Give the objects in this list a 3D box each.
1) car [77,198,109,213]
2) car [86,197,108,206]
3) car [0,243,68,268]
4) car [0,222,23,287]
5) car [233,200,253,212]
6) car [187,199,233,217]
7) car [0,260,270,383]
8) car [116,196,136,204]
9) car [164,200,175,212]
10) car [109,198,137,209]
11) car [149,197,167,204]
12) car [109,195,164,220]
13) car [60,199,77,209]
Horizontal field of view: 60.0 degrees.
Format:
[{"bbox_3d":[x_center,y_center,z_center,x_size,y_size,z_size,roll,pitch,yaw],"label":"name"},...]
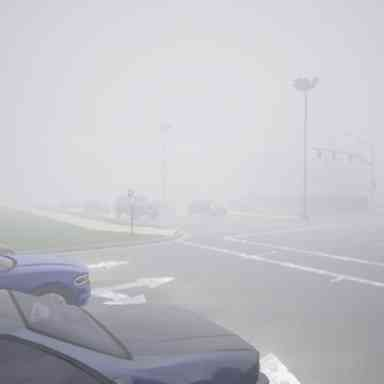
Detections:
[{"bbox_3d":[-11.016,1.578,38.154,2.128,1.511,4.902,0,0,-36],"label":"car"},{"bbox_3d":[-16.572,1.680,57.827,2.033,1.411,5.357,0,0,-35],"label":"car"},{"bbox_3d":[-4.123,1.474,5.124,5.008,1.535,1.882,0,0,-35],"label":"car"},{"bbox_3d":[-6.431,1.558,7.780,4.181,1.385,1.994,0,0,-35],"label":"car"},{"bbox_3d":[5.516,1.717,41.282,1.812,1.442,4.674,0,0,-36],"label":"car"},{"bbox_3d":[1.460,1.488,32.936,2.097,1.767,4.553,0,0,-36],"label":"car"},{"bbox_3d":[-1.860,1.546,2.435,5.357,1.411,2.033,0,0,-35],"label":"car"},{"bbox_3d":[-13.310,1.679,67.245,2.128,1.511,4.902,0,0,-36],"label":"car"},{"bbox_3d":[-3.948,1.626,40.339,2.128,1.511,4.902,0,0,-36],"label":"car"},{"bbox_3d":[-10.221,1.681,48.959,2.033,1.411,5.357,0,0,-36],"label":"car"},{"bbox_3d":[-7.198,1.790,70.600,1.994,1.385,4.181,0,0,-36],"label":"car"},{"bbox_3d":[-5.135,1.310,30.096,2.150,2.045,5.566,0,0,-36],"label":"car"},{"bbox_3d":[-16.891,1.650,46.247,1.994,1.385,4.181,0,0,-36],"label":"car"}]
